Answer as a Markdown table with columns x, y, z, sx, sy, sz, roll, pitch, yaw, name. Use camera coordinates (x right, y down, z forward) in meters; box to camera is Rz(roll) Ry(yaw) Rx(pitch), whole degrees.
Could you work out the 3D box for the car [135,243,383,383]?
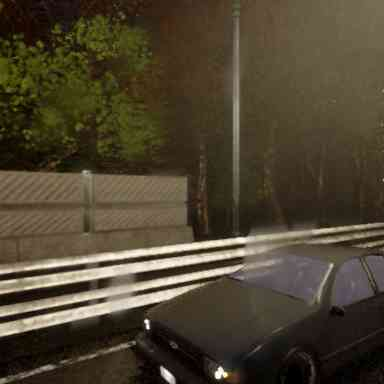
| x | y | z | sx | sy | sz | roll | pitch | yaw | name |
| --- | --- | --- | --- | --- | --- | --- | --- | --- | --- |
| 1.909 | 1.544 | 5.047 | 5.357 | 1.411 | 2.033 | 0 | 0 | -36 | car |
